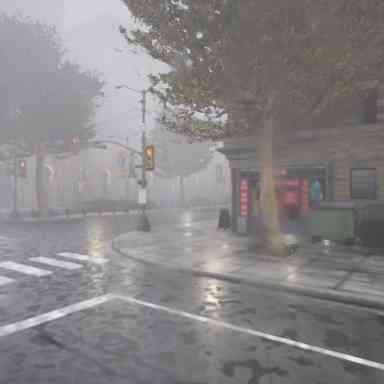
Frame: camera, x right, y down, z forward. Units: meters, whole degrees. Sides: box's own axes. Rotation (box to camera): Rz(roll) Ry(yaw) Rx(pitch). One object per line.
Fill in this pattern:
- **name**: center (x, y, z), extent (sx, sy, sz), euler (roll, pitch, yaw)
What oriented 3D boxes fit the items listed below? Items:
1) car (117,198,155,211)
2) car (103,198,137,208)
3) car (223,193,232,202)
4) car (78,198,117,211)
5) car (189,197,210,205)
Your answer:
- **car**: center (-6.656, 1.512, 41.741), extent (1.837, 1.490, 4.892), euler (0, 0, 36)
- **car**: center (-10.347, 1.604, 47.992), extent (1.895, 1.301, 4.718), euler (0, 0, 36)
- **car**: center (7.869, 1.234, 61.745), extent (2.150, 2.045, 5.566), euler (0, 0, 36)
- **car**: center (-11.641, 1.499, 40.812), extent (2.128, 1.511, 4.902), euler (0, 0, 36)
- **car**: center (1.398, 1.533, 58.840), extent (1.812, 1.442, 4.674), euler (0, 0, 36)
